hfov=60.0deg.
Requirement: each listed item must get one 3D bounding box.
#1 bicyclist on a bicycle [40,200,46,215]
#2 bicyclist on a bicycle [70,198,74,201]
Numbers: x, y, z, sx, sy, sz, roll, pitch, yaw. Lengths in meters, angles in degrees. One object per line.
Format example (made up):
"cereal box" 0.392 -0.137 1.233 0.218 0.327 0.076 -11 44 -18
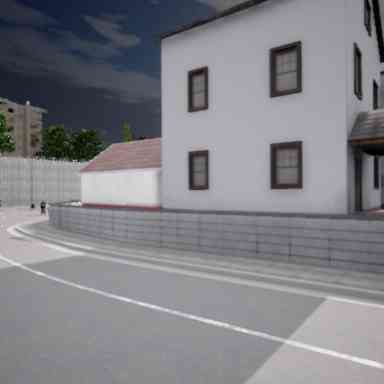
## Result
"bicyclist on a bicycle" -15.795 1.683 35.217 0.582 1.620 1.656 0 -1 -14
"bicyclist on a bicycle" -13.861 1.534 38.392 1.656 1.620 0.582 0 0 3
